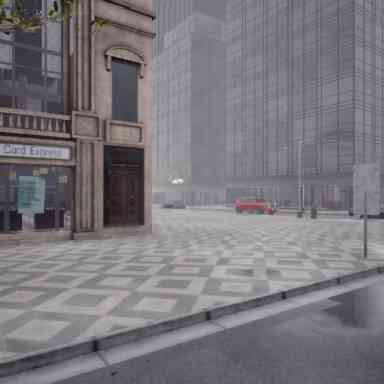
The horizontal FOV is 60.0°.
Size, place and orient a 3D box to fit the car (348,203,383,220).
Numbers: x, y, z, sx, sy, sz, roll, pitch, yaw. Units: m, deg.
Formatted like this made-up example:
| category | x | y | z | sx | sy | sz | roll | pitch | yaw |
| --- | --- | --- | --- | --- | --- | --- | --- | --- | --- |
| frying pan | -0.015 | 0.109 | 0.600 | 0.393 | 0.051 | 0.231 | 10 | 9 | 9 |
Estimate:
| category | x | y | z | sx | sy | sz | roll | pitch | yaw |
| --- | --- | --- | --- | --- | --- | --- | --- | --- | --- |
| car | 15.619 | 1.690 | 27.776 | 2.128 | 1.511 | 4.902 | 0 | -1 | -36 |

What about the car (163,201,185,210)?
| category | x | y | z | sx | sy | sz | roll | pitch | yaw |
| --- | --- | --- | --- | --- | --- | --- | --- | --- | --- |
| car | -2.958 | 2.175 | 54.187 | 1.882 | 1.535 | 5.008 | 0 | -1 | -35 |

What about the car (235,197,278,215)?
| category | x | y | z | sx | sy | sz | roll | pitch | yaw |
| --- | --- | --- | --- | --- | --- | --- | --- | --- | --- |
| car | 7.466 | 1.638 | 39.309 | 2.150 | 2.045 | 5.566 | 0 | -1 | -35 |
